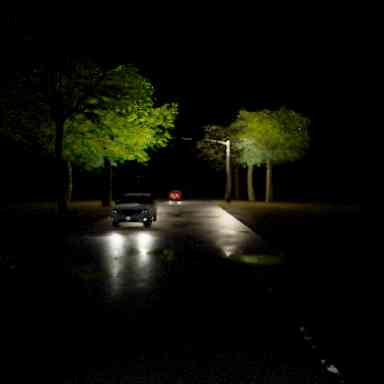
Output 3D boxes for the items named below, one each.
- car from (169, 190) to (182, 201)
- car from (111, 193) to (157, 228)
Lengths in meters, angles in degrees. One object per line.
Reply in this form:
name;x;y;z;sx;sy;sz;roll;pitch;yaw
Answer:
car;-3.117;0.675;62.358;2.150;2.045;5.566;0;1;1
car;-3.524;1.082;21.212;2.150;2.045;5.566;0;0;0
